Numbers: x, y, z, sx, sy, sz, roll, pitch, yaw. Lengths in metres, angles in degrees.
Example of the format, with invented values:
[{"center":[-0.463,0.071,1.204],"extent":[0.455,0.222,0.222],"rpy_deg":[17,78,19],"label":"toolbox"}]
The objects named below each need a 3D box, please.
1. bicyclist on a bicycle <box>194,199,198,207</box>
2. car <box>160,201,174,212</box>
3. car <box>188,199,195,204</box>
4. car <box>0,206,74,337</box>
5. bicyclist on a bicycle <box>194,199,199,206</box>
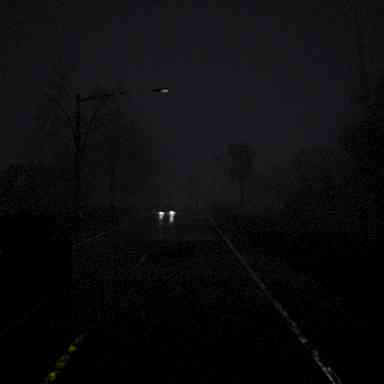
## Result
[{"center":[0.953,2.184,62.579],"extent":[0.582,1.620,1.656],"rpy_deg":[0,-1,0],"label":"bicyclist on a bicycle"},{"center":[-3.570,2.083,48.511],"extent":[1.812,1.442,4.674],"rpy_deg":[0,-1,0],"label":"car"},{"center":[-0.011,2.540,90.696],"extent":[2.033,1.411,5.357],"rpy_deg":[0,-1,0],"label":"car"},{"center":[-3.603,1.278,4.958],"extent":[2.150,2.045,5.566],"rpy_deg":[0,-1,0],"label":"car"},{"center":[0.954,2.283,71.769],"extent":[0.866,1.612,1.509],"rpy_deg":[0,-2,0],"label":"bicyclist on a bicycle"}]
